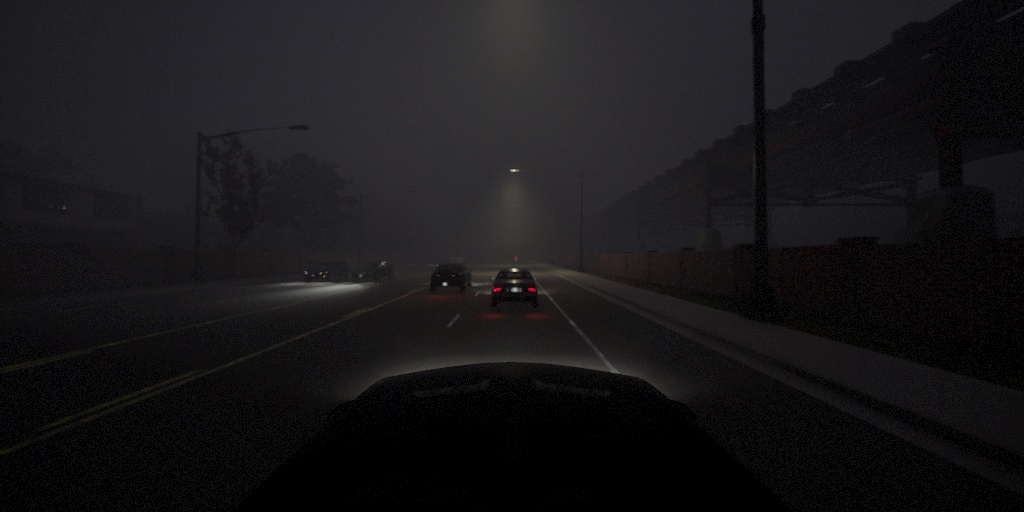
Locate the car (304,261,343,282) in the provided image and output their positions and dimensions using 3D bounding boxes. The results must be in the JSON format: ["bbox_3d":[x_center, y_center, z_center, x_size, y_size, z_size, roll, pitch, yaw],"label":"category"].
[{"bbox_3d":[-14.096,1.126,27.795,1.837,1.490,4.892,0,0,0],"label":"car"}]

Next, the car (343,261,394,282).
[{"bbox_3d":[-10.600,1.114,27.579,2.128,1.511,4.902,0,0,0],"label":"car"}]

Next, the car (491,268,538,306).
[{"bbox_3d":[0.096,1.231,15.166,2.033,1.411,5.357,0,0,0],"label":"car"}]

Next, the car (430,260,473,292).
[{"bbox_3d":[-3.406,1.162,20.627,1.837,1.490,4.892,0,0,0],"label":"car"}]
